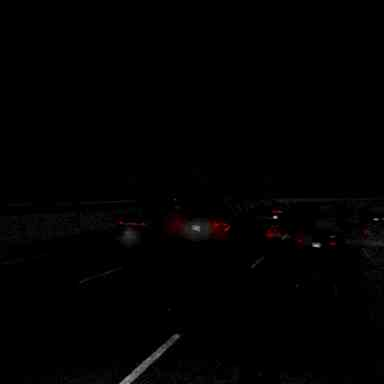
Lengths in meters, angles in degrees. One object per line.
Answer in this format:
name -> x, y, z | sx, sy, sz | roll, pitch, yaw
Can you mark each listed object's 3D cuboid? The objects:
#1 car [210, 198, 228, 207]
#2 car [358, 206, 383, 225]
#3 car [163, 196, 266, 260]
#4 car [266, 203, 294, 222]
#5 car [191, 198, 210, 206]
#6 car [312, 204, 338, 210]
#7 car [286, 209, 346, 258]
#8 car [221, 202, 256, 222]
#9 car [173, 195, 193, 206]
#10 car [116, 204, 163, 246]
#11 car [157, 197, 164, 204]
car -> 4.841, 1.834, 58.641 | 1.994, 1.385, 4.181 | 1, 0, 23
car -> 14.144, 1.828, 26.017 | 1.812, 1.442, 4.674 | 1, 0, 23
car -> 1.209, 1.286, 13.154 | 2.150, 2.045, 5.566 | 1, 0, 23
car -> 7.423, 1.714, 28.095 | 1.837, 1.490, 4.892 | 1, 0, 23
car -> 1.578, 1.750, 59.892 | 1.812, 1.442, 4.674 | 1, 0, 23
car -> 11.109, 1.740, 27.823 | 1.882, 1.535, 5.008 | 1, 0, 23
car -> 5.163, 1.650, 13.516 | 1.812, 1.442, 4.674 | 1, 0, 23
car -> 4.191, 1.669, 29.437 | 1.837, 1.490, 4.892 | 1, 0, 23
car -> -1.623, 1.532, 61.297 | 2.097, 1.767, 4.553 | 1, 0, 23
car -> -1.571, 1.520, 15.563 | 2.128, 1.511, 4.902 | 1, 0, 23
car -> -4.892, 1.660, 62.524 | 1.812, 1.442, 4.674 | 1, 0, 23
